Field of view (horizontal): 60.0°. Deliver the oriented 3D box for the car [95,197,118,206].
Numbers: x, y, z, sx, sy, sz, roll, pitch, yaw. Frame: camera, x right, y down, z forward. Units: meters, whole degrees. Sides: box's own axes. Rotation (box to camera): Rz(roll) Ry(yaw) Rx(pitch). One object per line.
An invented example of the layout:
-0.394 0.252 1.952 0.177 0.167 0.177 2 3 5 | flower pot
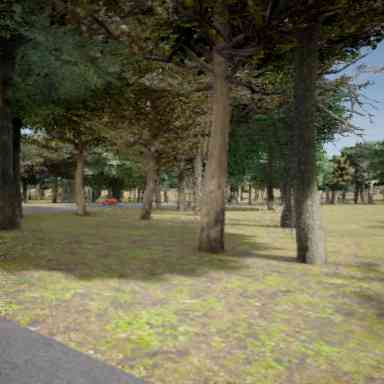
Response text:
-16.637 1.754 64.621 2.097 1.767 4.553 2 0 33 | car
